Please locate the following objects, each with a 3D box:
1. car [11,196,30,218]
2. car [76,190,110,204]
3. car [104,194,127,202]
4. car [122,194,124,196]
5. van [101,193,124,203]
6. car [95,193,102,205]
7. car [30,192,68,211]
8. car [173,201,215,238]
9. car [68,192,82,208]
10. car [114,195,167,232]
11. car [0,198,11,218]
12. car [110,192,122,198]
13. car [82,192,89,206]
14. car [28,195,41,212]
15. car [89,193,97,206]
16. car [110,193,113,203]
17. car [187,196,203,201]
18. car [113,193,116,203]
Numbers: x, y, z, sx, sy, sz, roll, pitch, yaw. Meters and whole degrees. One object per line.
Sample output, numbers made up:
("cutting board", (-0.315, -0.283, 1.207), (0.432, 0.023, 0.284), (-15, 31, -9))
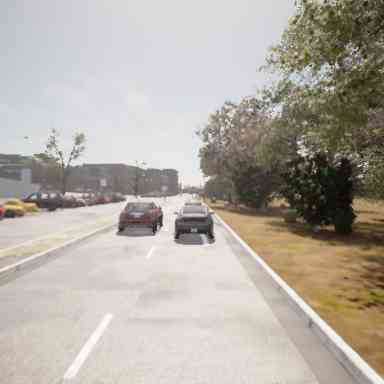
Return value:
("car", (-16.637, 1.374, 27.334), (5.366, 1.575, 1.946), (-1, 0, -20))
("car", (-16.820, 1.103, 54.261), (5.566, 2.045, 2.435), (-1, 0, -20))
("car", (-16.629, 1.263, 72.325), (4.553, 1.767, 2.185), (-1, 0, -19))
("car", (-16.719, 1.125, 66.311), (5.566, 2.045, 2.435), (-1, 0, -20))
("van", (-16.603, 1.156, 69.347), (4.442, 1.987, 1.878), (-1, 0, -19))
("car", (-16.820, 1.378, 51.257), (4.792, 1.488, 2.163), (-1, 0, -20))
("car", (-16.832, 1.099, 36.250), (5.566, 2.045, 2.435), (-1, 0, -20))
("car", (0.101, 1.449, 17.270), (1.837, 1.490, 4.892), (0, 0, 0))
("car", (-16.771, 1.216, 42.277), (4.553, 1.767, 2.185), (-1, 0, -20))
("car", (-2.899, 1.281, 19.700), (2.097, 1.767, 4.553), (0, 0, 0))
("car", (-16.792, 1.144, 24.280), (5.566, 2.045, 2.435), (-1, 0, -20))
("car", (-16.791, 1.120, 63.275), (5.566, 2.045, 2.435), (-1, 0, -20))
("car", (-16.832, 1.218, 45.263), (4.553, 1.767, 2.185), (-1, 0, -20))
("car", (-16.982, 1.368, 30.200), (5.366, 1.575, 1.946), (-1, 0, -20))
("car", (-16.804, 1.346, 48.273), (4.892, 1.521, 2.231), (-1, 0, -20))
("car", (-16.960, 1.358, 57.211), (5.366, 1.575, 1.946), (-1, 0, -20))
("car", (0.102, 1.408, 35.372), (2.033, 1.411, 5.357), (0, 0, 0))
("car", (-16.771, 1.405, 60.278), (4.674, 1.452, 2.002), (-1, 0, -20))
